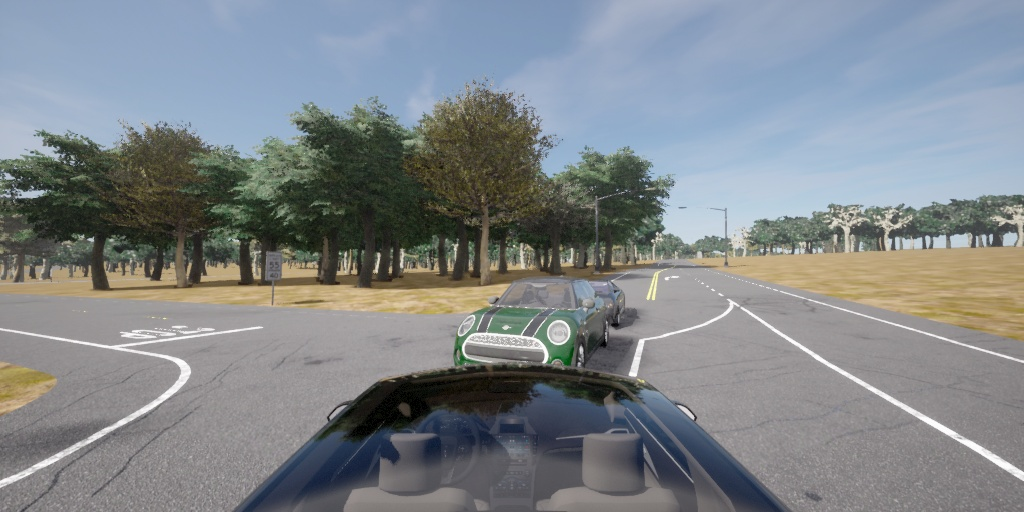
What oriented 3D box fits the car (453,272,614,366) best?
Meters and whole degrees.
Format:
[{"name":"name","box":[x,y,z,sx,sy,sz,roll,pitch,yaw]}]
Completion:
[{"name":"car","box":[0.686,1.222,7.422,2.097,1.767,4.553,-1,-2,22]}]

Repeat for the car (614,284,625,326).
[{"name":"car","box":[2.913,1.554,12.854,1.994,1.385,4.181,-2,0,22]}]
